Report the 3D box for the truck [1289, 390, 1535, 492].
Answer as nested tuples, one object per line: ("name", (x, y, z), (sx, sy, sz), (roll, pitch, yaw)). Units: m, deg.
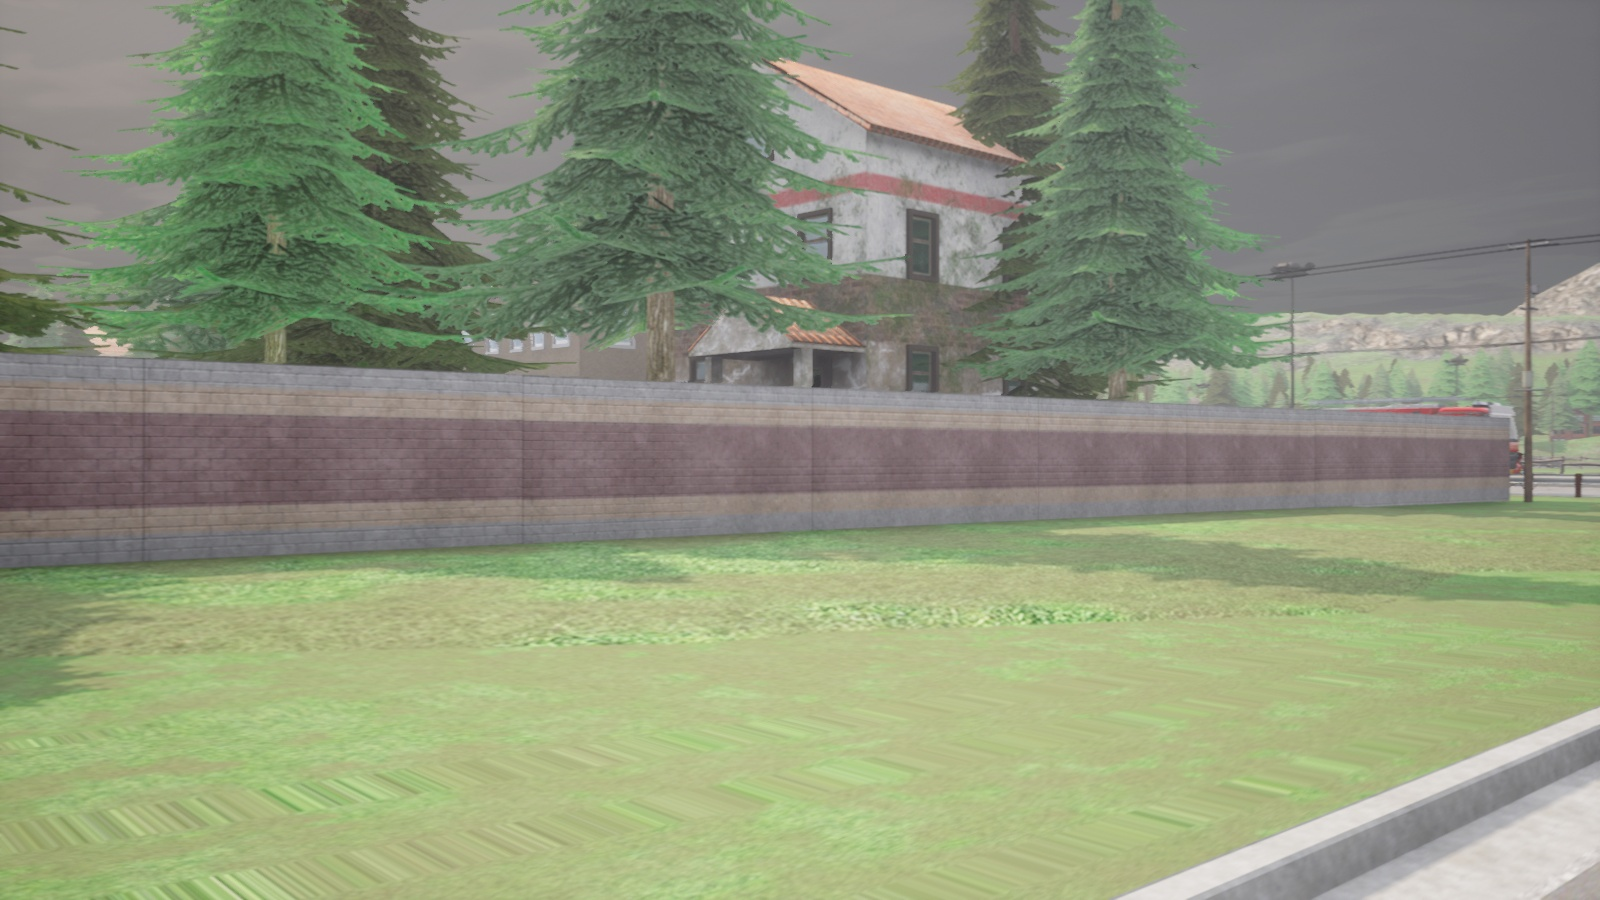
("truck", (24.581, -0.314, 50.899), (2.891, 3.827, 8.468), (0, 0, -42))
